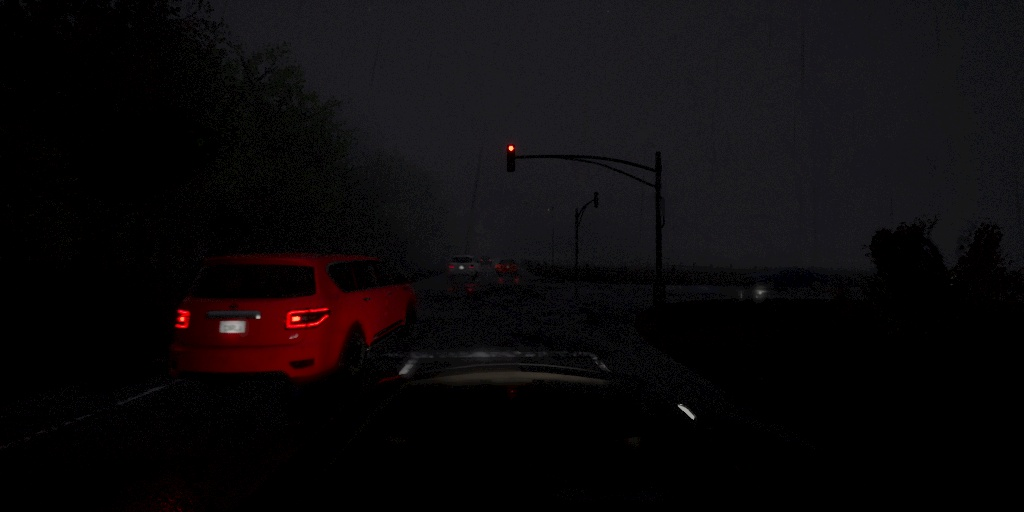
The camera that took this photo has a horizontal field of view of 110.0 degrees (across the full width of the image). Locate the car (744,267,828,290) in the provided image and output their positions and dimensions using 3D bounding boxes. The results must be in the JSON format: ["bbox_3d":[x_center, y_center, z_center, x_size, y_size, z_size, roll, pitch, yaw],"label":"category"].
[{"bbox_3d":[18.583,1.491,24.469,5.008,1.535,1.882,1,-1,-1],"label":"car"}]

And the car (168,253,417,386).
[{"bbox_3d":[-3.530,0.973,7.130,2.150,2.045,5.566,0,0,-1],"label":"car"}]

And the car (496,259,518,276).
[{"bbox_3d":[-0.617,1.107,38.068,2.097,1.767,4.553,0,0,-5],"label":"car"}]

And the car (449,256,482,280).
[{"bbox_3d":[-4.091,0.976,31.427,2.150,2.045,5.566,0,0,-1],"label":"car"}]

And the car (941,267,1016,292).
[{"bbox_3d":[31.359,1.505,24.711,4.553,1.767,2.097,1,-1,-1],"label":"car"}]
